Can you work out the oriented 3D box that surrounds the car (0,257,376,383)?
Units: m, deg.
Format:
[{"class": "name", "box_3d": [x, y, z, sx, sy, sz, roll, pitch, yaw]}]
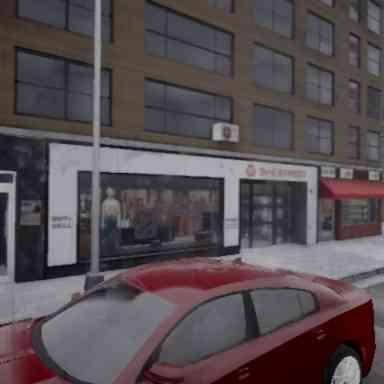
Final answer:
[{"class": "car", "box_3d": [-0.162, 1.495, 3.263, 5.008, 1.535, 1.882, 1, 0, -36]}]
